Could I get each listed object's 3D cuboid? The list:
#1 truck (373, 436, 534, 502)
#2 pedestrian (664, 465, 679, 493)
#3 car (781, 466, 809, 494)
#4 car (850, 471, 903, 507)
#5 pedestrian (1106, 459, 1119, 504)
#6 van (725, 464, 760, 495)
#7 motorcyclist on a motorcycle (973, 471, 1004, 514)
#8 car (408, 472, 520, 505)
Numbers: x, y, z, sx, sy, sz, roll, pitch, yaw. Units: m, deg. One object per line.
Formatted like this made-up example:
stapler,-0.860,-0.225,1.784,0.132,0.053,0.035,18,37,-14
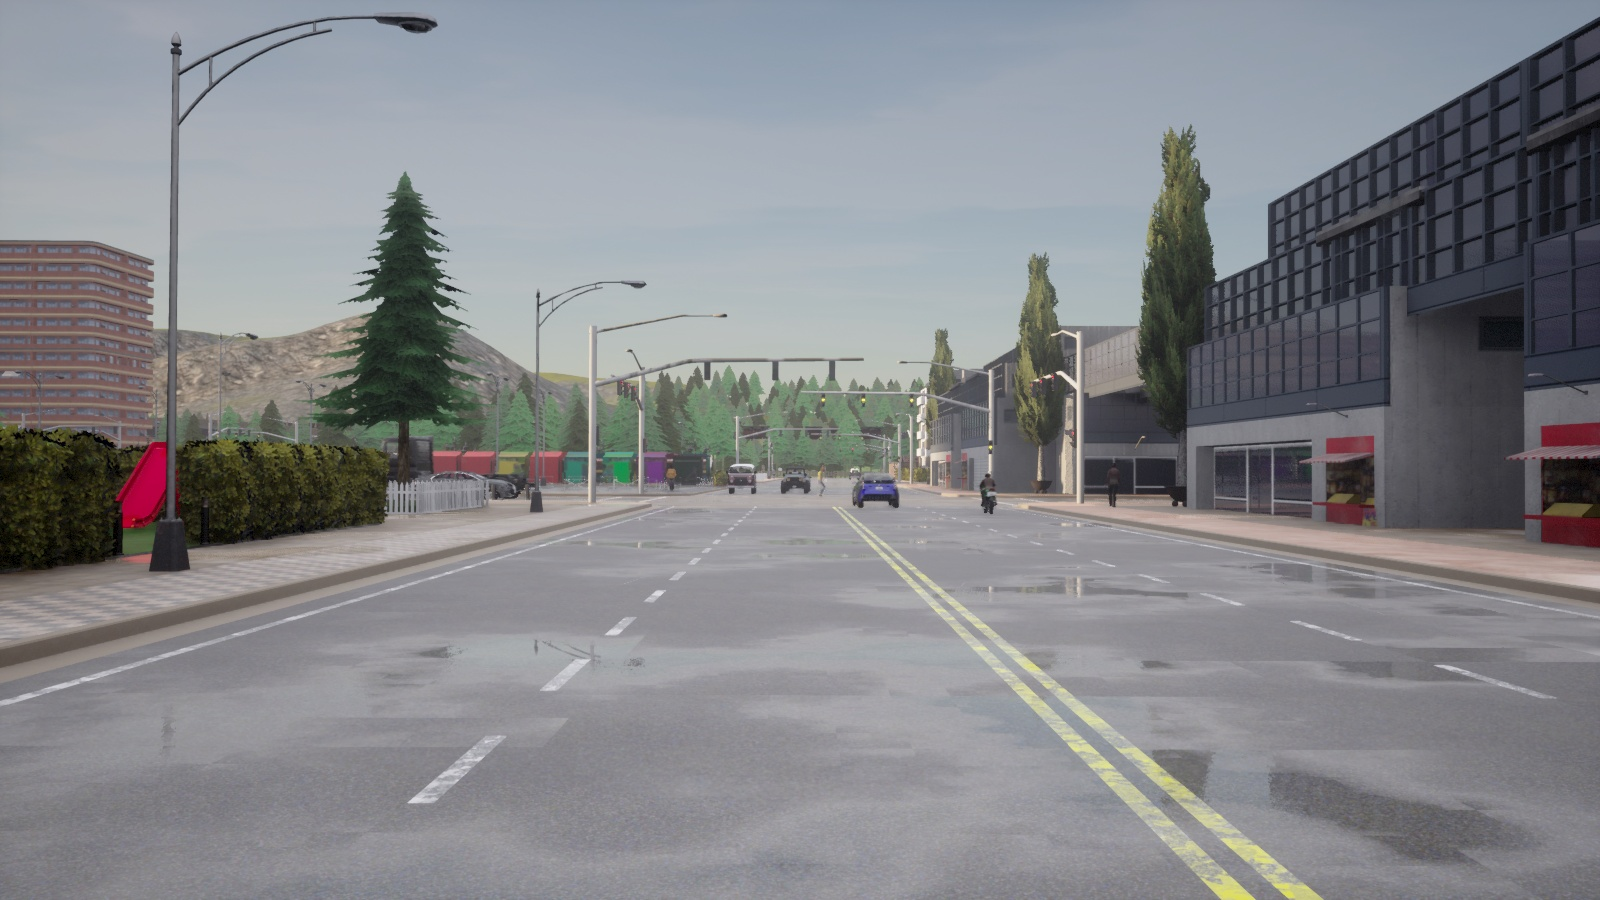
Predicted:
truck,-18.693,1.047,68.046,7.936,3.462,2.891,0,-1,1
pedestrian,-8.639,1.923,84.494,0.874,1.855,0.900,0,-1,0
car,-0.334,2.079,87.593,1.905,1.878,3.866,0,-1,1
car,3.330,1.674,55.248,2.007,1.525,4.514,0,-1,-1
pedestrian,12.505,1.264,50.220,0.328,1.805,0.869,0,-1,4
van,-3.870,1.979,85.083,2.069,2.038,4.480,0,-1,1
motorcyclist on a motorcycle,6.886,1.540,46.011,0.797,1.523,2.044,0,-1,0
car,-16.275,1.858,61.007,4.902,1.511,2.128,0,-1,0
